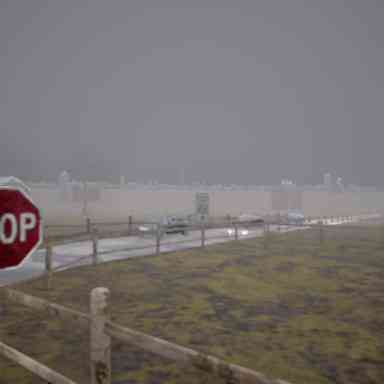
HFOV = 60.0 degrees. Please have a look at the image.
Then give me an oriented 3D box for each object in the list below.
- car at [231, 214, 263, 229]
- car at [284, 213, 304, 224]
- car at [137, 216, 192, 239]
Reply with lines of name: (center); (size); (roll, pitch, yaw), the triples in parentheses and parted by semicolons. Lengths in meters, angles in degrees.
car: (5.900, 3.083, 35.598); (1.882, 1.535, 5.008); (0, -2, 35)
car: (14.998, 3.831, 48.586); (1.812, 1.442, 4.674); (0, -3, 35)
car: (-1.934, 2.504, 24.295); (2.128, 1.511, 4.902); (0, -3, 35)
